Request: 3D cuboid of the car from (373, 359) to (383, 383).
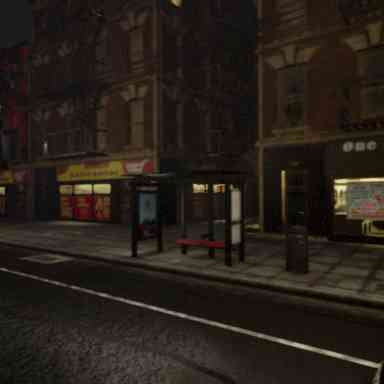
[{"bbox_3d":[3.556,1.470,1.455,4.902,1.511,2.128,-1,0,35],"label":"car"}]
